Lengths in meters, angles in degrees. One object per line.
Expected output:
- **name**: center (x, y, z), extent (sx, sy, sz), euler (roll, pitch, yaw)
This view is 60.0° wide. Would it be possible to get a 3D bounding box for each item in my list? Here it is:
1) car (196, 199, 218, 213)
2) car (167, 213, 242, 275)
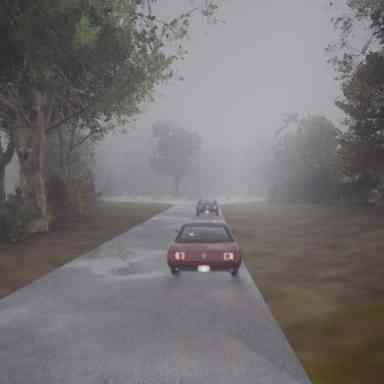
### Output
- **car**: center (1.380, 1.283, 29.538), extent (1.895, 1.301, 4.718), euler (0, 1, 3)
- **car**: center (0.394, 1.590, 10.454), extent (1.895, 1.301, 4.718), euler (0, 1, 2)
